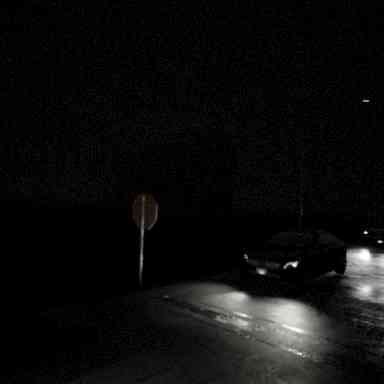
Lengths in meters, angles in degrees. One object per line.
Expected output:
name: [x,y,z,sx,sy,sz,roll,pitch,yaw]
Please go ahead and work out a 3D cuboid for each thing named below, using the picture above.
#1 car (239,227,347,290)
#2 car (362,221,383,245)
car: [3.319,1.845,10.237,1.812,1.442,4.674,1,-2,41]
car: [11.383,2.372,19.114,1.895,1.301,4.718,0,-2,42]
